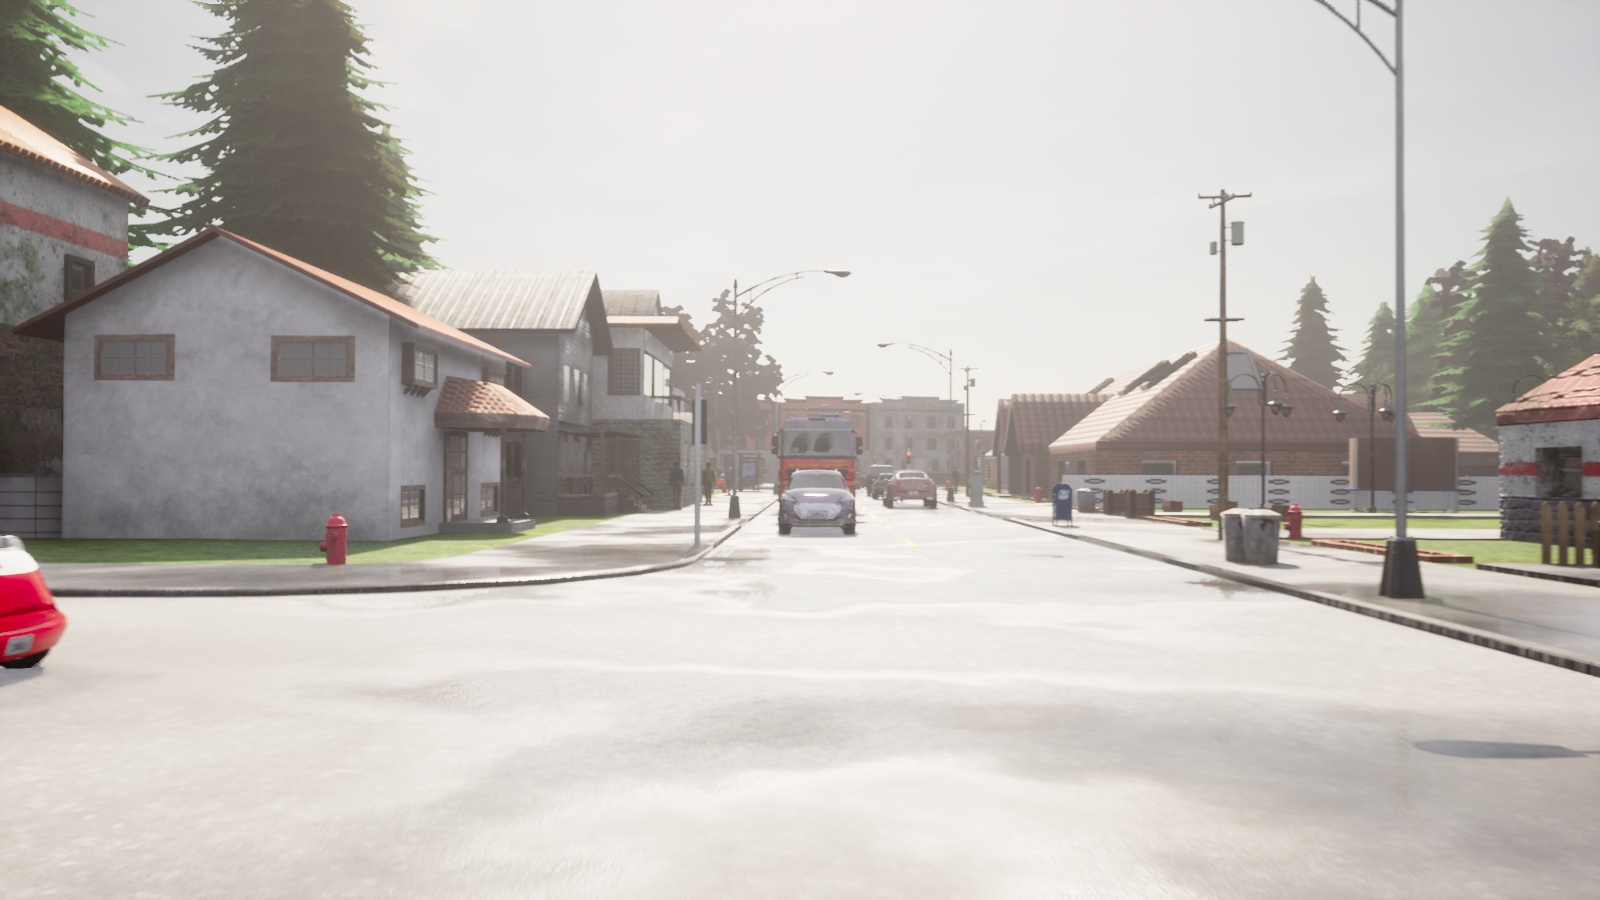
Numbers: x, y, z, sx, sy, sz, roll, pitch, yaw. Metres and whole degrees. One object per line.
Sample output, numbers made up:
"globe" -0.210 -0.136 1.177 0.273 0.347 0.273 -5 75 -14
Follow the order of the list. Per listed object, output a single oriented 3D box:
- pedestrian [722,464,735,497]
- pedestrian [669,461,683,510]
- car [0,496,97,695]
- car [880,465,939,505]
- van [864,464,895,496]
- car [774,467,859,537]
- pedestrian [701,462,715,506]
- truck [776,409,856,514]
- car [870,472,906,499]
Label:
"pedestrian" -4.201 1.784 74.180 0.659 1.952 0.873 0 -1 5
"pedestrian" -4.676 1.338 47.444 0.370 1.835 0.726 0 -1 7
"car" -6.714 1.053 9.282 2.207 1.376 1.481 -1 -1 2
"car" 4.703 1.487 54.575 2.152 1.651 5.027 0 -1 1
"van" 5.002 1.871 79.134 1.775 1.987 4.442 0 -1 1
"car" 0.415 1.288 32.572 2.033 1.649 4.856 0 -1 0
"pedestrian" -3.929 1.437 53.547 0.431 1.840 0.709 0 -1 10
"truck" 0.639 0.483 49.894 2.891 3.827 8.468 0 -1 1
"car" 4.906 1.989 70.529 1.816 1.474 4.193 0 -1 1
